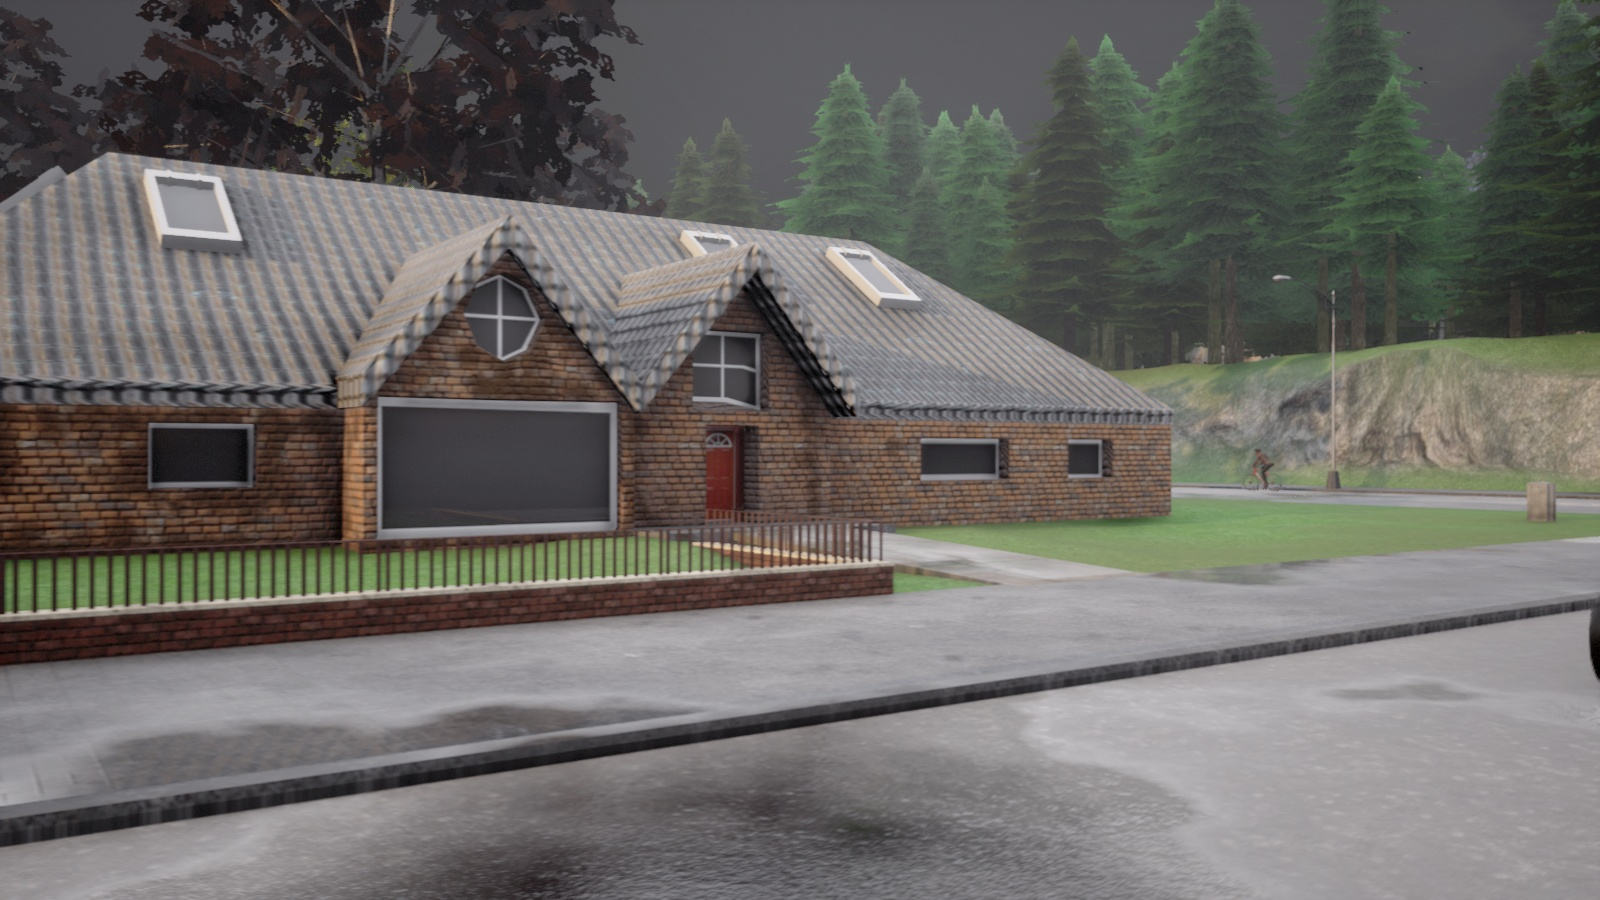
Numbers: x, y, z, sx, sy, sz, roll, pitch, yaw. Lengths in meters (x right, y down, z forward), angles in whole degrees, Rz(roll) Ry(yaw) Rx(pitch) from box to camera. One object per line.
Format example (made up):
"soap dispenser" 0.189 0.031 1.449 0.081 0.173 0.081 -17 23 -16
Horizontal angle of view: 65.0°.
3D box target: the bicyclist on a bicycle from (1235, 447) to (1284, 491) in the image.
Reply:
"bicyclist on a bicycle" 17.159 0.711 46.905 0.582 1.620 1.656 0 0 -34

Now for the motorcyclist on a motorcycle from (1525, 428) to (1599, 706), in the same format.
"motorcyclist on a motorcycle" 5.688 0.688 8.138 2.350 1.649 0.766 0 0 -34
